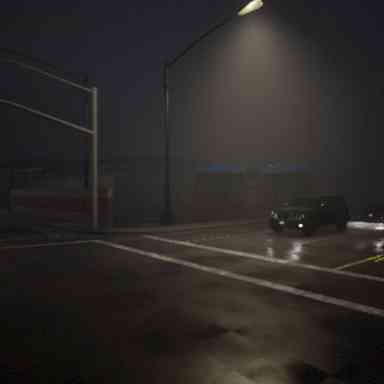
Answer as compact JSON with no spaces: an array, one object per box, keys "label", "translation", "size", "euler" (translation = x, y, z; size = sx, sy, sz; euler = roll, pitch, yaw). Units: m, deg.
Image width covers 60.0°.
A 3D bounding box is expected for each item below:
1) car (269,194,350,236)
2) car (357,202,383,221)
[{"label":"car","translation":[6.627,1.171,18.383],"size":[5.566,2.045,2.150],"euler":[0,0,-39]},{"label":"car","translation":[14.014,1.466,25.025],"size":[1.994,1.385,4.181],"euler":[0,0,43]}]
